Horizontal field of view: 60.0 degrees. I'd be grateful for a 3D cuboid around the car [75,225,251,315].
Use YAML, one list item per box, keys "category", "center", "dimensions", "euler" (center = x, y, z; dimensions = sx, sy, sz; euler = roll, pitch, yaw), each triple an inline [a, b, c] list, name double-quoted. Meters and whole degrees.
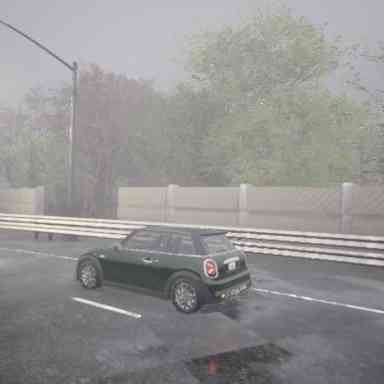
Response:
- category: "car"
  center: [-0.884, 1.649, 8.509]
  dimensions: [4.553, 1.767, 2.097]
  euler: [0, -2, 34]
